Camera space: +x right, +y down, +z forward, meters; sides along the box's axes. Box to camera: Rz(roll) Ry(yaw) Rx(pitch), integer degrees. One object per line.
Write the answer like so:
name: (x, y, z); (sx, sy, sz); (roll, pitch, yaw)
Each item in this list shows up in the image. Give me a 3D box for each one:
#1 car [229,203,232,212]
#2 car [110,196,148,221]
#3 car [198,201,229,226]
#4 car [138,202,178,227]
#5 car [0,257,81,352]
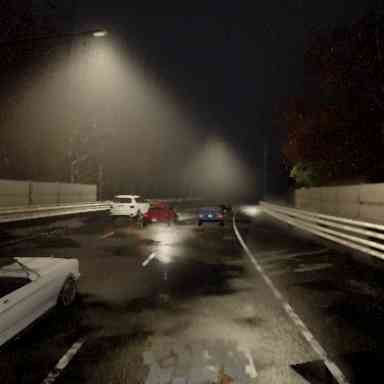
car: (4.022, 1.827, 42.338); (1.895, 1.301, 4.718); (0, 0, 10)
car: (-5.145, 1.324, 28.198); (2.150, 2.045, 5.566); (0, 0, 7)
car: (1.495, 1.657, 24.684); (2.033, 1.411, 5.357); (0, 0, 6)
car: (-2.152, 1.613, 23.266); (1.812, 1.442, 4.674); (0, 0, 5)
car: (-3.291, 1.598, 4.862); (1.895, 1.301, 4.718); (0, 0, 1)
